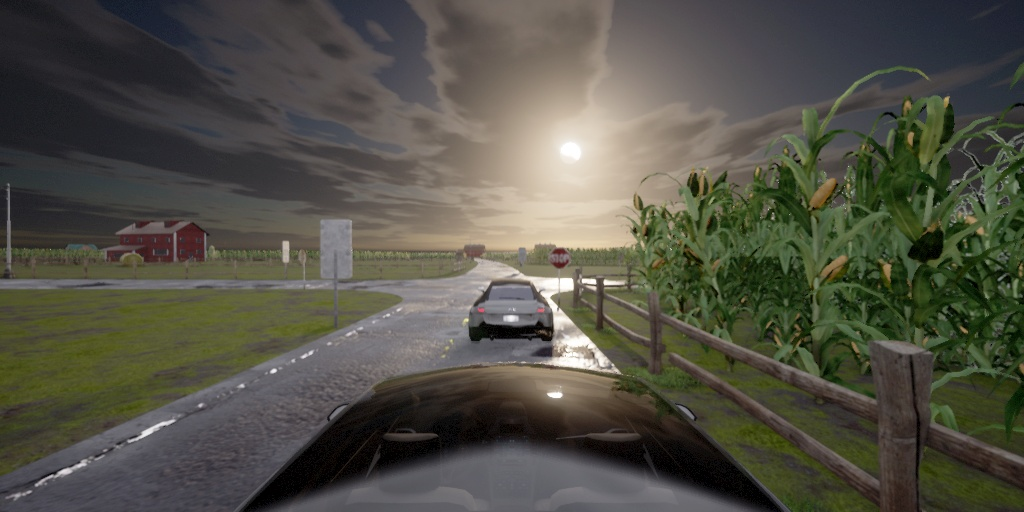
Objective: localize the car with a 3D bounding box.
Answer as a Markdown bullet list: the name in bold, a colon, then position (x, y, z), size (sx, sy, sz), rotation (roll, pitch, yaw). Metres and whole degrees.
- **car**: position (-0.009, 1.312, 9.701), size (1.994, 1.385, 4.181), rotation (0, 0, 0)
